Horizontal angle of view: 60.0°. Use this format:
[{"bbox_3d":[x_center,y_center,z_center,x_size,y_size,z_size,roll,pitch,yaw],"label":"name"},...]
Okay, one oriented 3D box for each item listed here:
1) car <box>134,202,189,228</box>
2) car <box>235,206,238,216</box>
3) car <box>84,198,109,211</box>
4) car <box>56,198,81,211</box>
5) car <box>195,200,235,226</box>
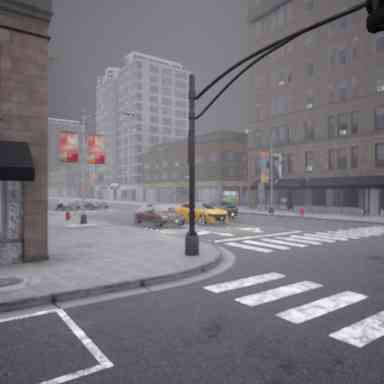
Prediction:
[{"bbox_3d":[-2.294,1.506,22.207,1.812,1.442,4.674,0,0,-36],"label":"car"},{"bbox_3d":[1.781,1.477,27.960,1.837,1.490,4.892,0,0,-36],"label":"car"},{"bbox_3d":[-11.825,1.473,40.965,1.812,1.442,4.674,0,0,-36],"label":"car"},{"bbox_3d":[-14.679,1.475,39.363,1.812,1.442,4.674,0,0,-36],"label":"car"},{"bbox_3d":[0.501,1.456,23.854,1.882,1.535,5.008,0,0,-36],"label":"car"}]
